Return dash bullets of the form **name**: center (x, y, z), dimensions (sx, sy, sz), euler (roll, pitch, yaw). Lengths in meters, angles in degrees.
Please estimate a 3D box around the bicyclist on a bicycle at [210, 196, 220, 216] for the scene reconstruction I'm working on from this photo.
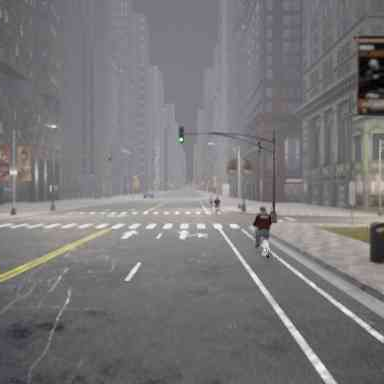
- **bicyclist on a bicycle**: center (2.254, 1.250, 30.052), dimensions (0.659, 1.776, 1.843), euler (0, 0, 0)

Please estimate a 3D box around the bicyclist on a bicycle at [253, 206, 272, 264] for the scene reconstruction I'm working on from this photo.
- **bicyclist on a bicycle**: center (2.243, 1.325, 10.691), dimensions (0.659, 1.776, 1.843), euler (0, 0, 0)

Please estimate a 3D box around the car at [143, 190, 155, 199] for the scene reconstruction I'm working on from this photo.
- **car**: center (-9.757, 0.491, 75.611), dimensions (2.150, 2.045, 5.566), euler (0, 0, 0)
